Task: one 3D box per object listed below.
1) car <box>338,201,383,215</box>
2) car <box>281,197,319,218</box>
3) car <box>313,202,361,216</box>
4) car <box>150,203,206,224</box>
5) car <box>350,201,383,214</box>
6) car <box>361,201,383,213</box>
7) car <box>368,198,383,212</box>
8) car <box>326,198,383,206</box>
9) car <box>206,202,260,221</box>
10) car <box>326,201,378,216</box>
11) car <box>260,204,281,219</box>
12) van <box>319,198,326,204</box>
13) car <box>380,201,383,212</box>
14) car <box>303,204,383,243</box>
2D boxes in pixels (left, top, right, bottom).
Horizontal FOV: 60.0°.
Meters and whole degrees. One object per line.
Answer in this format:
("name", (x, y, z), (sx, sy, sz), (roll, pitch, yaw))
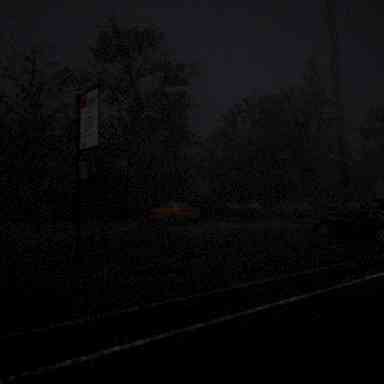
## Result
("car", (21.216, 1.954, 41.618), (2.097, 1.535, 5.008), (1, -1, -36))
("car", (9.901, 1.602, 33.509), (2.185, 1.767, 4.553), (1, -1, -35))
("car", (16.680, 1.902, 38.382), (2.002, 1.452, 4.674), (1, -1, -36))
("car", (-1.457, 1.556, 25.454), (2.097, 1.535, 5.008), (1, 0, -35))
("car", (23.495, 2.029, 43.217), (2.163, 1.488, 4.792), (1, -1, -36))
("car", (25.727, 2.075, 44.883), (2.163, 1.488, 4.792), (1, -1, -36))
("car", (28.028, 1.842, 46.458), (2.435, 2.045, 5.566), (1, -1, -36))
("car", (10.643, 1.363, 18.053), (2.435, 2.045, 5.566), (1, -1, -35))
("car", (3.073, 1.614, 28.691), (2.097, 1.535, 5.008), (1, 0, -35))
("car", (19.053, 1.905, 39.852), (1.946, 1.575, 5.366), (1, -1, -36))
("car", (5.345, 1.690, 30.304), (2.002, 1.452, 4.674), (1, -1, -35))
("van", (12.080, 1.545, 35.244), (1.878, 1.987, 4.442), (1, -1, -35))
("car", (30.278, 2.143, 48.094), (2.097, 1.535, 5.008), (1, -1, -36))
("car", (8.379, 1.585, 16.399), (2.231, 1.521, 4.892), (1, 0, -35))
